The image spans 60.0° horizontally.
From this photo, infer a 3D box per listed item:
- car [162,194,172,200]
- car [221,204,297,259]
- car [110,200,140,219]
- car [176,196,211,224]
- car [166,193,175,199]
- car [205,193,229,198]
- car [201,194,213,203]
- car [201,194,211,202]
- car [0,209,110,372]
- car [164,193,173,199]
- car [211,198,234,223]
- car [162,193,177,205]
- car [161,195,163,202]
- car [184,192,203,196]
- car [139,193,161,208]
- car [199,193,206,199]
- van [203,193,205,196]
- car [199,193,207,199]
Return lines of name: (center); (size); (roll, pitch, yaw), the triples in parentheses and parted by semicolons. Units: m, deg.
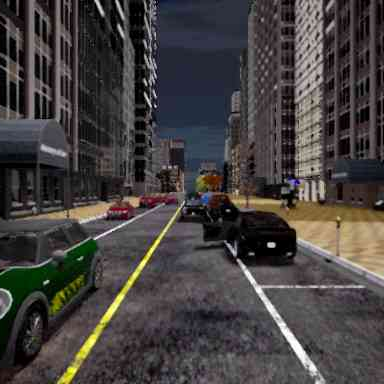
car: (-5.691, 1.128, 76.877); (1.887, 1.381, 4.507); (0, 0, 0)
car: (2.361, 1.411, 12.349); (1.882, 1.535, 5.008); (0, 0, 0)
car: (-5.687, 1.437, 27.024); (1.802, 1.307, 4.206); (0, 0, 0)
car: (0.098, 1.350, 26.279); (2.128, 1.511, 4.902); (0, 0, 0)
car: (-5.691, 1.073, 87.955); (2.008, 1.369, 4.403); (0, 0, 0)
car: (2.694, 1.140, 32.563); (2.192, 1.841, 5.009); (0, 0, 0)
car: (2.691, 1.114, 60.260); (1.967, 1.590, 4.097); (0, 0, 0)
car: (2.690, 1.168, 65.969); (1.752, 1.417, 4.829); (0, 0, 0)
car: (-3.100, 1.321, 5.749); (2.097, 1.767, 4.553); (0, 0, 0)
car: (-5.691, 0.993, 82.415); (1.967, 1.590, 4.097); (0, 0, 0)
car: (2.693, 1.421, 27.025); (1.947, 1.339, 4.313); (0, 0, 0)
car: (-3.002, 1.312, 50.605); (1.994, 1.385, 4.181); (0, 0, 0)
car: (-5.690, 1.219, 60.260); (1.887, 1.381, 4.507); (0, 0, 0)
car: (0.098, 0.970, 46.202); (2.150, 2.045, 5.566); (0, 0, 0)
car: (-5.688, 1.079, 43.640); (2.192, 1.841, 5.009); (0, 0, 0)
car: (2.689, 1.047, 88.125); (1.752, 1.417, 4.829); (0, 0, 0)
van: (2.692, 1.045, 54.720); (1.690, 1.788, 3.998); (0, 0, 0)
car: (2.690, 0.993, 82.416); (1.967, 1.590, 4.097); (0, 0, 0)
